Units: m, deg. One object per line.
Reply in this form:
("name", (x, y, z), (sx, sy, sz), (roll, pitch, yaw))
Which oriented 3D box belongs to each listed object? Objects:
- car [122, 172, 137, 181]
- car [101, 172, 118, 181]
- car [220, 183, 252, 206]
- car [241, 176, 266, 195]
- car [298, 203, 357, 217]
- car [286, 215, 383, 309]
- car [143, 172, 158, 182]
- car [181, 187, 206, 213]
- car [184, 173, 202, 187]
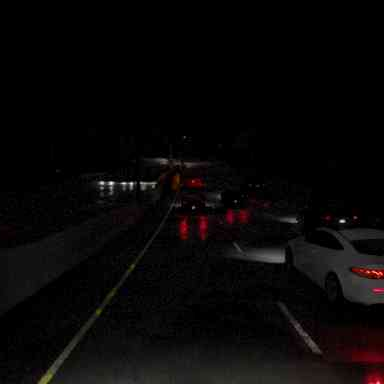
("car", (-10.389, -2.654, 56.358), (2.033, 1.411, 5.357), (0, 7, 0))
("car", (-13.889, -2.664, 56.377), (1.812, 1.442, 4.674), (0, 7, 0))
("car", (3.611, 0.355, 29.746), (2.128, 1.511, 4.902), (0, 5, 0))
("car", (7.121, -0.906, 38.794), (2.150, 2.045, 5.566), (0, 7, 0))
("car", (7.107, 1.267, 17.717), (1.994, 1.385, 4.181), (0, 3, 0))
("car", (3.603, 1.498, 7.702), (1.812, 1.442, 4.674), (0, 0, 0))
("car", (-6.902, -2.639, 55.588), (1.882, 1.535, 5.008), (0, 6, 1))
("car", (0.109, 0.719, 25.872), (1.812, 1.442, 4.674), (0, 5, 0))
("car", (0.131, -1.511, 43.894), (2.150, 2.045, 5.566), (0, 7, 0))
